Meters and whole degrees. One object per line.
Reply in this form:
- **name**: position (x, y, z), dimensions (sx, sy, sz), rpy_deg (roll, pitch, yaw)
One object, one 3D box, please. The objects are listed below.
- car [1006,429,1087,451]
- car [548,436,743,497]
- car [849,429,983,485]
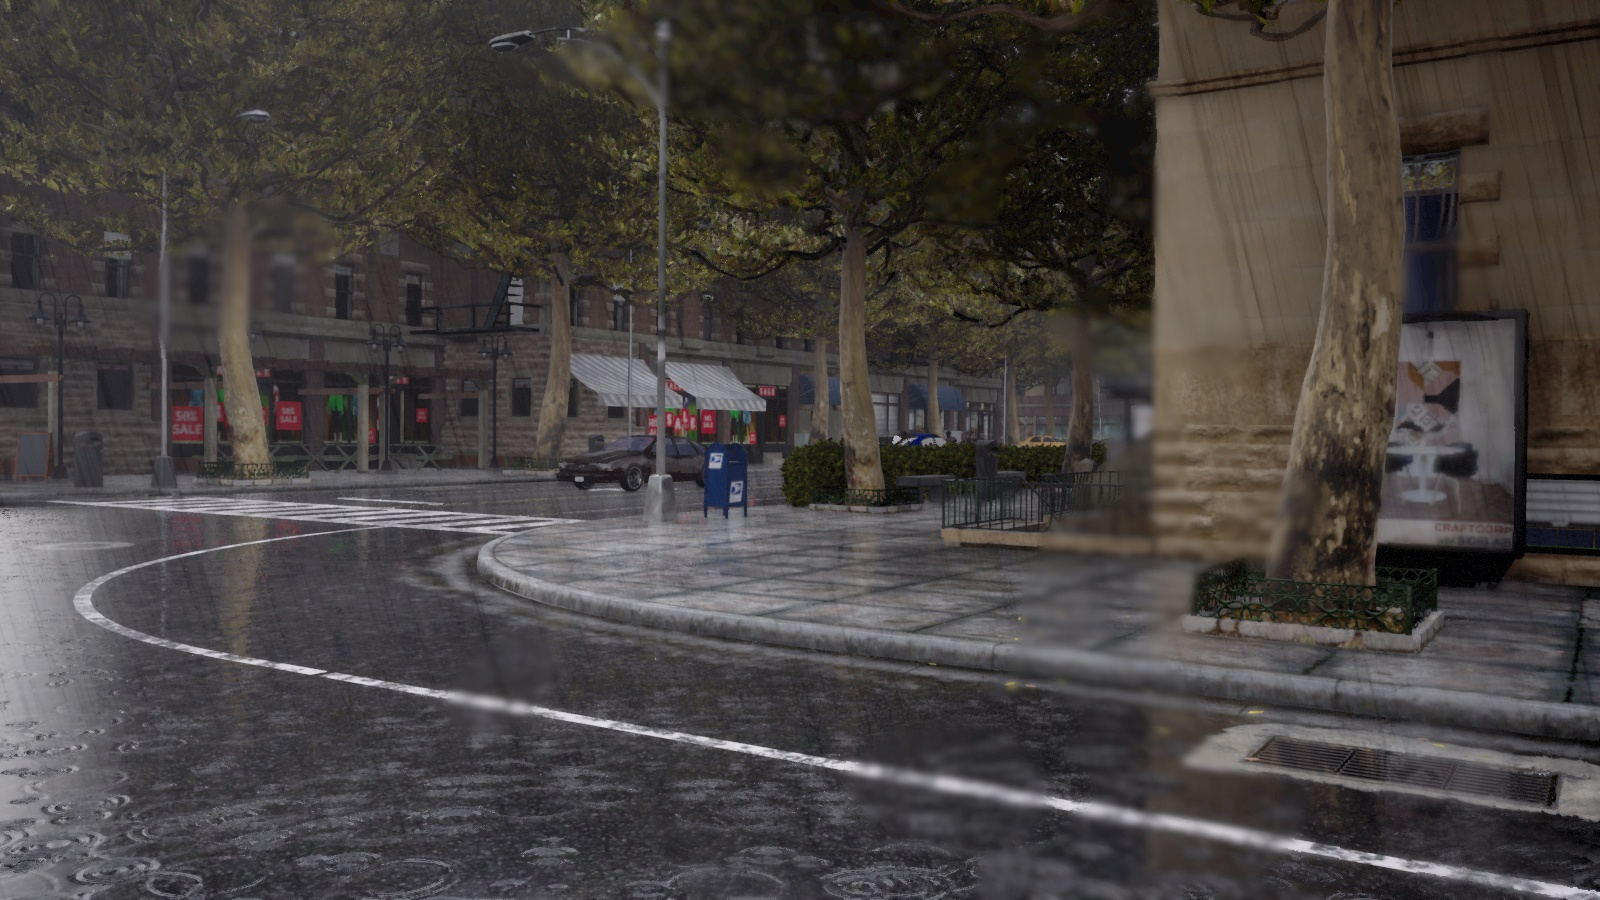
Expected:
- **car**: position (17.663, -0.718, 90.086), dimensions (5.366, 1.575, 1.801), rpy_deg (0, 1, 32)
- **car**: position (-3.879, 0.368, 32.640), dimensions (2.033, 1.411, 5.357), rpy_deg (0, 1, 33)
- **car**: position (3.569, 0.163, 37.640), dimensions (1.882, 1.535, 5.008), rpy_deg (0, 1, 33)
